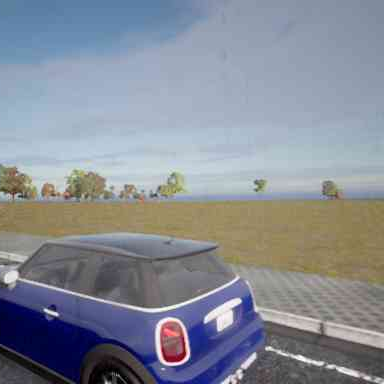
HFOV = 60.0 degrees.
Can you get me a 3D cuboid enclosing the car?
[{"bbox_3d":[-1.380,1.365,4.712,4.553,1.767,2.097,0,0,36],"label":"car"}]
